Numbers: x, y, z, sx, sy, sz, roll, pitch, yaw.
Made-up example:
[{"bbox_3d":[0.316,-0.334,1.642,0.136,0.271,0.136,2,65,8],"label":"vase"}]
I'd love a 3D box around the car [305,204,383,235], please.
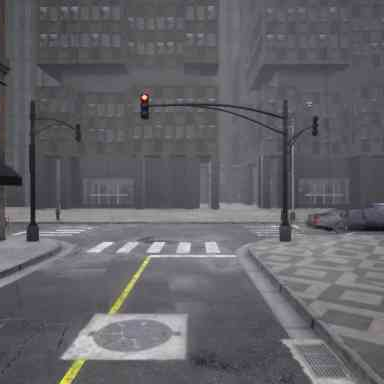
[{"bbox_3d":[9.003,1.532,17.920,5.357,1.411,2.033,0,0,1],"label":"car"}]

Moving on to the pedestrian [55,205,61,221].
[{"bbox_3d":[-9.819,1.532,24.377,0.500,1.100,0.500,0,0,1],"label":"pedestrian"}]

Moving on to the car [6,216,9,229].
[{"bbox_3d":[-12.607,1.492,18.095,5.008,1.535,1.882,0,0,3],"label":"car"}]
